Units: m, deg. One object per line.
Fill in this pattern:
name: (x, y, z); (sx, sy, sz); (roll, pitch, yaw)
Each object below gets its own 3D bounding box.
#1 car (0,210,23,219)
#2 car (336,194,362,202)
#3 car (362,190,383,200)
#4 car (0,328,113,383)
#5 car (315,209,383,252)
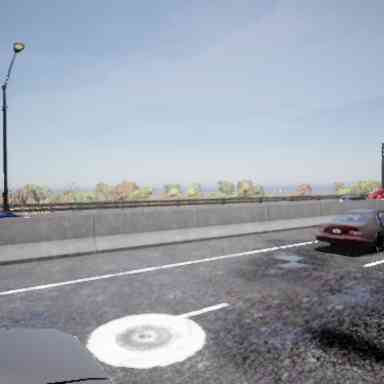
car: (-11.145, 1.552, 17.538); (4.181, 1.385, 1.994); (-1, 0, -36)
car: (21.500, 0.985, 45.106); (4.902, 1.511, 2.128); (-1, 0, -35)
car: (24.974, 0.696, 43.284); (5.566, 2.045, 2.150); (0, 0, -35)
car: (-3.031, 1.566, 1.583); (5.357, 1.411, 2.033); (-1, 0, -36)
car: (7.115, 1.393, 13.122); (5.357, 1.411, 2.033); (-1, 0, -36)
